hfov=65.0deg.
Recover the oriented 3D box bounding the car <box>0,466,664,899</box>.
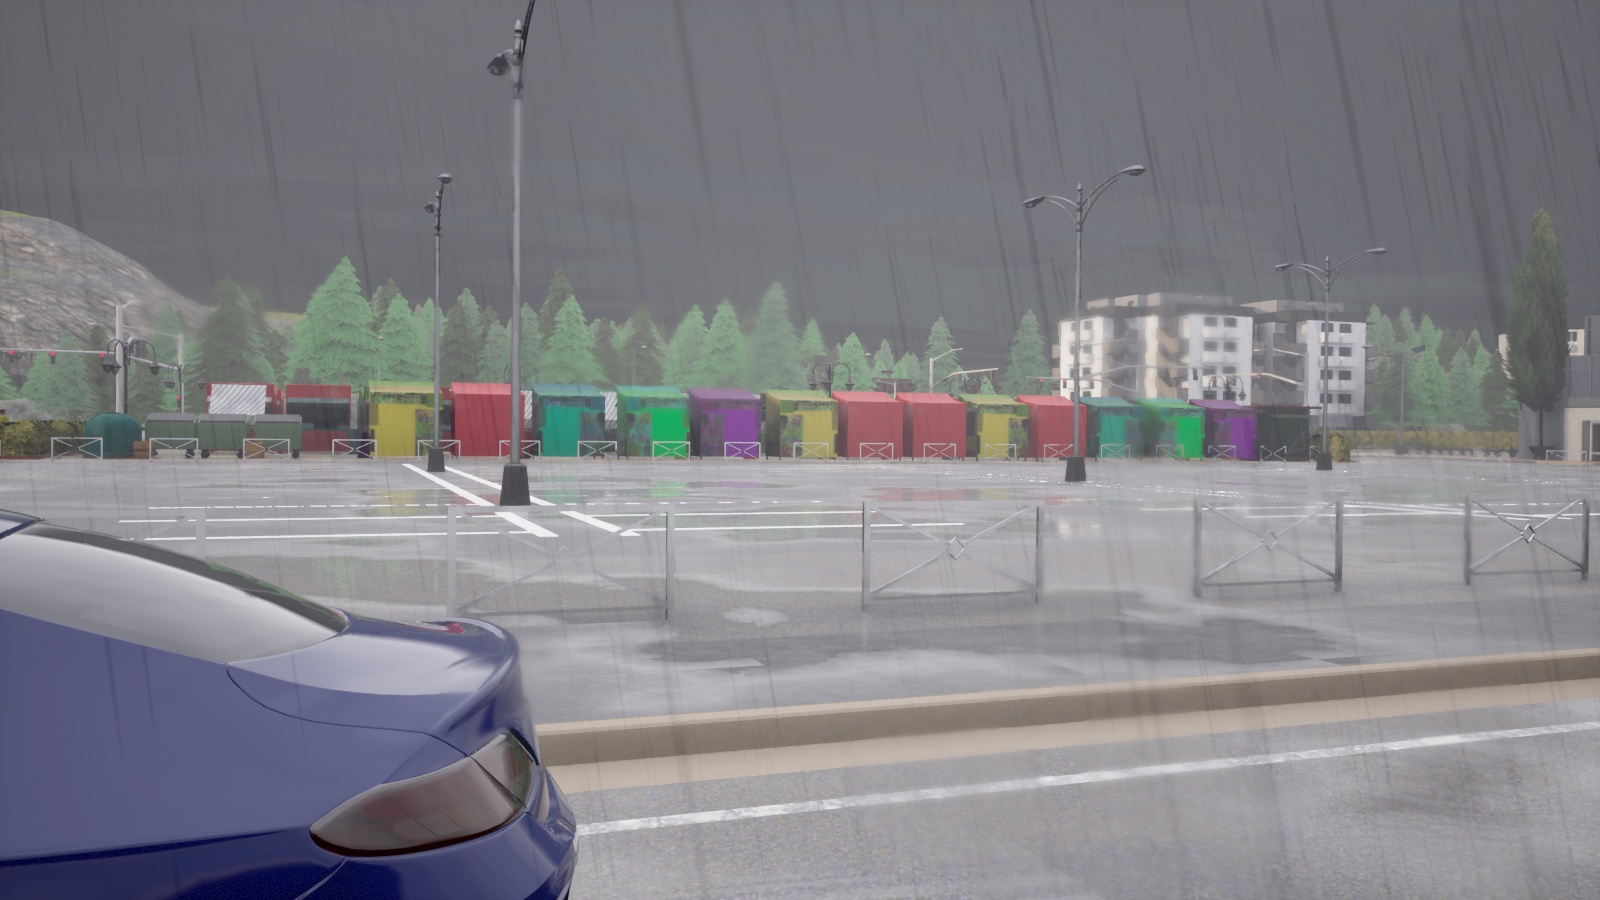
[{"bbox_3d":[-2.743,0.818,2.198,4.674,1.442,1.812,-1,1,-21],"label":"car"}]
